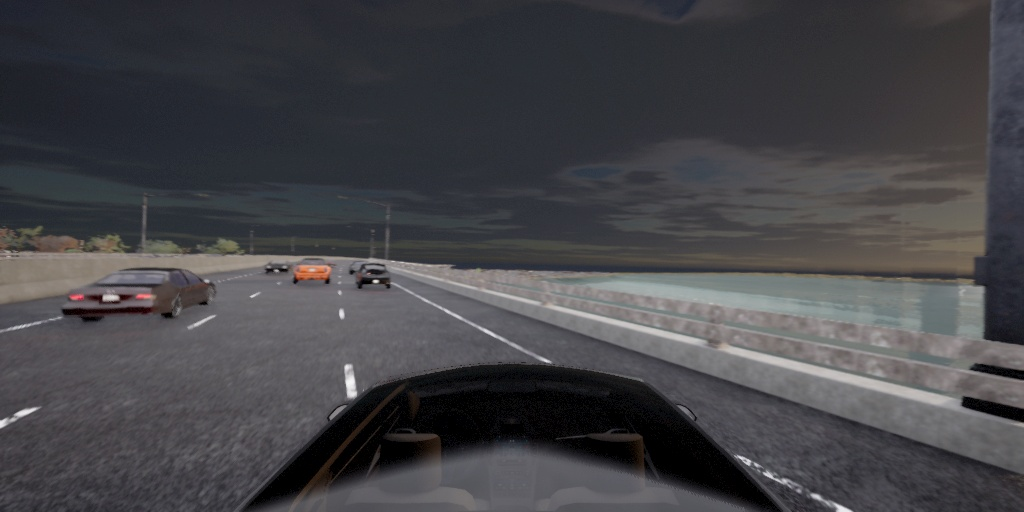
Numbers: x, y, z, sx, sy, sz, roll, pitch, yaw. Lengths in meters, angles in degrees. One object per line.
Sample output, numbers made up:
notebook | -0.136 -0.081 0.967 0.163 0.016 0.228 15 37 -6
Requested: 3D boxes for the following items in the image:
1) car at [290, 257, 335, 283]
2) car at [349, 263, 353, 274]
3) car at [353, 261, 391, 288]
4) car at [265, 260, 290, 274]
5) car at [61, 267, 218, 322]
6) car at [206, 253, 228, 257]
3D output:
car | -13.762 0.913 24.966 2.097 1.767 4.553 2 -1 -26
car | -16.116 1.192 38.025 1.994 1.385 4.181 2 -1 -25
car | -8.820 1.191 22.722 1.837 1.490 4.892 2 -1 -26
car | -22.044 1.012 34.192 1.895 1.301 4.718 2 -1 -25
car | -10.905 1.055 11.014 2.033 1.411 5.357 2 -1 -26
car | -40.983 0.423 49.867 2.097 1.767 4.553 2 -1 -25
